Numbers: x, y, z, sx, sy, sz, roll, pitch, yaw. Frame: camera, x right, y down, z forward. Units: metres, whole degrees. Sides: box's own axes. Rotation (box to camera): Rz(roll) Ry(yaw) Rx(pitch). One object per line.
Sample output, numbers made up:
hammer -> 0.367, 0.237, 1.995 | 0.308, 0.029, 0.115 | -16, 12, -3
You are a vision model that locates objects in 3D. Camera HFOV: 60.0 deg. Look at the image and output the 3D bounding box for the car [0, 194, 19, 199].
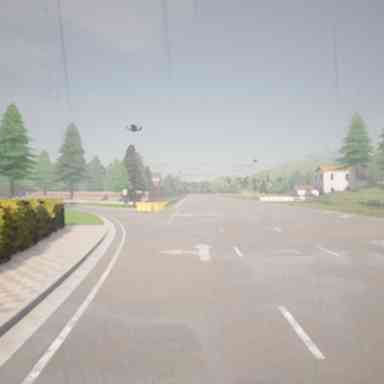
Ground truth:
car -> -38.690, 1.685, 71.787 | 4.902, 1.511, 2.128 | 0, 0, 40
